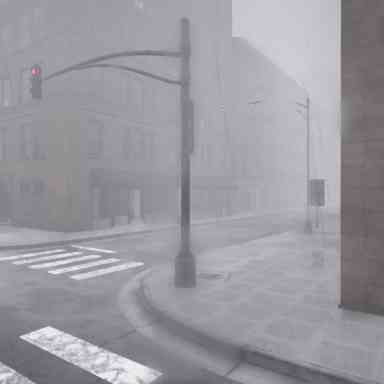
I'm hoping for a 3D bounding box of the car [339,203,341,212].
[{"bbox_3d":[20.524,1.760,43.104,1.882,1.535,5.008,0,0,36],"label":"car"}]
